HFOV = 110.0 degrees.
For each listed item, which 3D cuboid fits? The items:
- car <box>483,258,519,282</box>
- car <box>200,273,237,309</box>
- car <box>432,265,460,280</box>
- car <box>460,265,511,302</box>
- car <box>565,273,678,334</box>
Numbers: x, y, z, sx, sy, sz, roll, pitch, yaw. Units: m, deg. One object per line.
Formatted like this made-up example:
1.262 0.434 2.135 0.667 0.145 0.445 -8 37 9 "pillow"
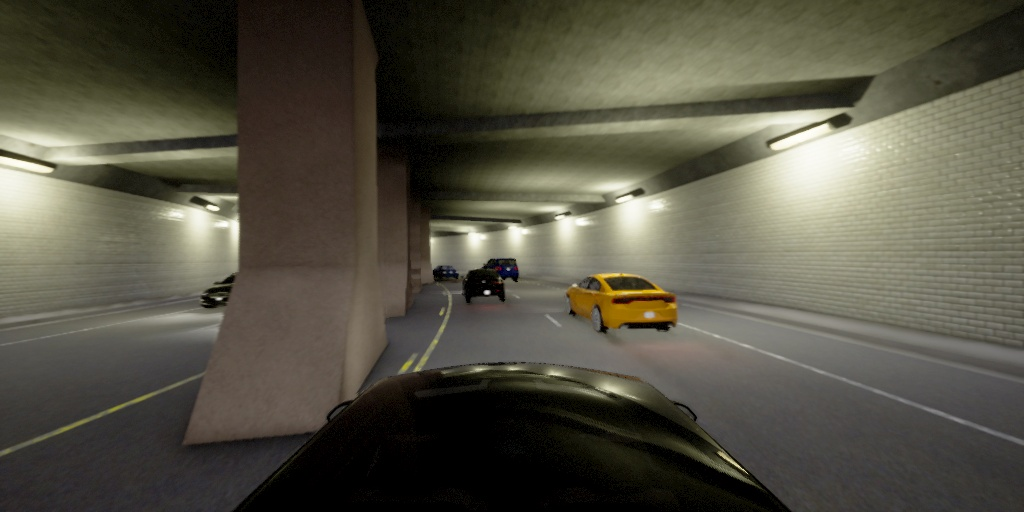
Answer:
-1.118 1.171 30.726 2.150 2.045 5.566 0 0 -18 "car"
-12.133 1.499 16.643 1.837 1.490 4.892 0 -1 -11 "car"
-6.760 1.597 35.816 2.033 1.411 5.357 0 0 -25 "car"
-1.502 1.378 18.124 1.837 1.490 4.892 0 0 -10 "car"
2.998 1.250 10.882 1.882 1.535 5.008 -1 0 -5 "car"
